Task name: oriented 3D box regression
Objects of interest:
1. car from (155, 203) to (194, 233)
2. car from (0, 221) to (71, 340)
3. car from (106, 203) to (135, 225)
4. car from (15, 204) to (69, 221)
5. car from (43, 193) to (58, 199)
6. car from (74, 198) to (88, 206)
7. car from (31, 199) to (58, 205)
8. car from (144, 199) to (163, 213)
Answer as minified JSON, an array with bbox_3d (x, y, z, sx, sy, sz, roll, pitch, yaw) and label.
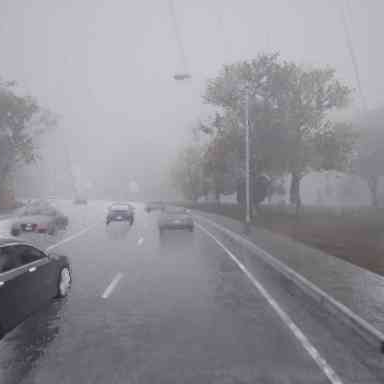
[{"bbox_3d":[-1.060,1.570,19.853,1.994,1.385,4.181,0,0,-7],"label":"car"},{"bbox_3d":[-3.550,1.510,5.516,1.837,1.490,4.892,0,0,-2],"label":"car"},{"bbox_3d":[-5.167,1.535,24.302,1.812,1.442,4.674,0,0,-9],"label":"car"},{"bbox_3d":[-8.117,1.574,18.109,1.994,1.385,4.181,0,0,-6],"label":"car"},{"bbox_3d":[-28.355,1.215,66.584,2.150,2.045,5.566,0,0,-32],"label":"car"},{"bbox_3d":[-19.162,1.612,57.181,1.895,1.301,4.718,0,0,-25],"label":"car"},{"bbox_3d":[-13.369,1.575,29.237,1.994,1.385,4.181,0,0,-12],"label":"car"},{"bbox_3d":[-4.264,1.505,37.213,2.128,1.511,4.902,0,0,-14],"label":"car"}]
